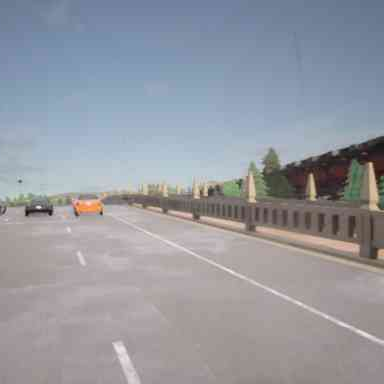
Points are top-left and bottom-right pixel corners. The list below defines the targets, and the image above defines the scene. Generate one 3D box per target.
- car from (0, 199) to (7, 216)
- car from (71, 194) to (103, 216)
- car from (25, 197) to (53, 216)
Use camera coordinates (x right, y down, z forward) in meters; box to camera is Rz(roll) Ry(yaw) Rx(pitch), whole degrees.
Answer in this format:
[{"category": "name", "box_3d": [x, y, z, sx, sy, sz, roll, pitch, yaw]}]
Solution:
[{"category": "car", "box_3d": [-15.843, 1.094, 26.169, 1.812, 1.442, 4.674, 0, 1, -23]}, {"category": "car", "box_3d": [-8.633, 0.907, 27.110, 2.097, 1.767, 4.553, 0, 1, -23]}, {"category": "car", "box_3d": [-12.520, 1.116, 27.301, 1.994, 1.385, 4.181, 0, 1, -23]}]
